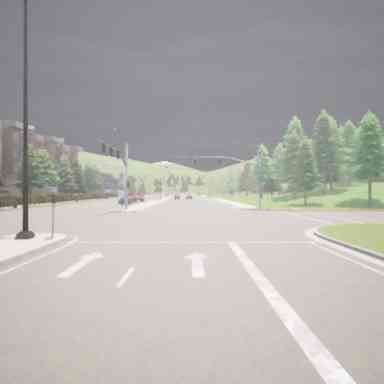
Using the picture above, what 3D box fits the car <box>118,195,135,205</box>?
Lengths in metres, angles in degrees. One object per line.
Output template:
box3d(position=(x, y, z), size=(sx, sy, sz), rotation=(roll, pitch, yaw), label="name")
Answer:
box3d(position=(-11.755, 1.555, 58.666), size=(1.994, 1.385, 4.181), rotation=(0, 0, 0), label="car")

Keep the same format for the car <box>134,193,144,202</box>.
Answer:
box3d(position=(-11.950, 1.214, 73.927), size=(2.150, 2.045, 5.566), rotation=(0, 0, -1), label="car")
